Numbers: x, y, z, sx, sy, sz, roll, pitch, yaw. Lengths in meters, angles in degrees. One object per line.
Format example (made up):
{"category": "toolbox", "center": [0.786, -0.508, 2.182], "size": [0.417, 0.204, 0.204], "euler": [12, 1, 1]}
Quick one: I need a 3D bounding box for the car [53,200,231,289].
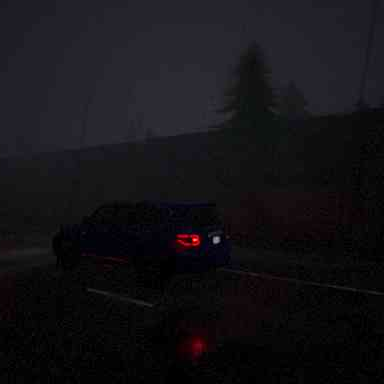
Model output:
{"category": "car", "center": [-1.602, 1.235, 9.434], "size": [5.566, 2.045, 2.150], "euler": [0, 0, 36]}
